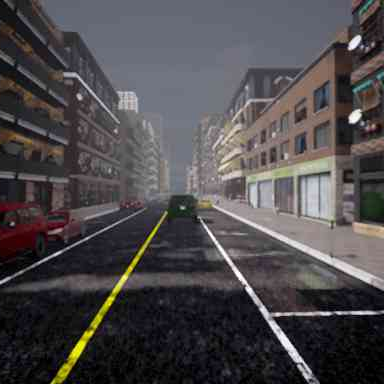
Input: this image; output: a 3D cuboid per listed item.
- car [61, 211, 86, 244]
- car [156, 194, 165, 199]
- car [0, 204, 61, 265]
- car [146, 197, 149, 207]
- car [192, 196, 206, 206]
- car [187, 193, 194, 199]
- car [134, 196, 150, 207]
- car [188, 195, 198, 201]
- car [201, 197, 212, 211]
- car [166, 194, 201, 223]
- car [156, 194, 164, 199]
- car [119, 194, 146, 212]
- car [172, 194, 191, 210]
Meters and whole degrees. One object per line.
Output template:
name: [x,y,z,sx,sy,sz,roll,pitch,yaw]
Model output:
car: [-6.180,1.558,15.455,1.802,1.307,4.206,0,0,-2]
car: [-8.908,1.218,94.315,2.008,1.369,4.403,0,0,-2]
car: [-5.985,1.313,9.821,2.192,1.841,5.009,0,0,-2]
car: [-7.154,1.308,43.619,1.967,1.590,4.097,0,0,-2]
car: [1.027,1.339,49.538,1.887,1.381,4.507,0,0,-2]
car: [-0.538,1.139,94.770,1.752,1.417,4.829,0,0,-2]
car: [-7.349,1.391,49.253,1.887,1.381,4.507,0,0,-2]
car: [0.248,1.256,72.069,2.008,1.369,4.403,0,0,-2]
car: [1.410,1.363,38.442,1.752,1.417,4.829,0,0,-2]
car: [-0.717,1.130,24.754,2.150,2.045,5.566,0,1,-2]
car: [-8.713,1.240,88.681,2.008,1.369,4.403,0,0,-2]
car: [-6.959,1.205,37.986,2.192,1.841,5.009,0,0,-2]
car: [-1.249,1.198,40.098,2.097,1.767,4.553,0,0,-2]
